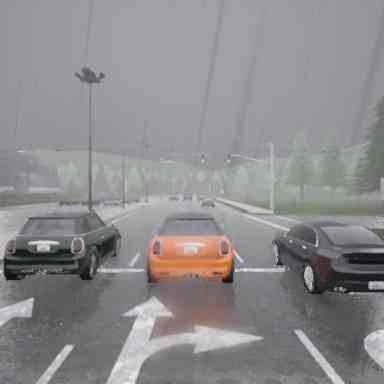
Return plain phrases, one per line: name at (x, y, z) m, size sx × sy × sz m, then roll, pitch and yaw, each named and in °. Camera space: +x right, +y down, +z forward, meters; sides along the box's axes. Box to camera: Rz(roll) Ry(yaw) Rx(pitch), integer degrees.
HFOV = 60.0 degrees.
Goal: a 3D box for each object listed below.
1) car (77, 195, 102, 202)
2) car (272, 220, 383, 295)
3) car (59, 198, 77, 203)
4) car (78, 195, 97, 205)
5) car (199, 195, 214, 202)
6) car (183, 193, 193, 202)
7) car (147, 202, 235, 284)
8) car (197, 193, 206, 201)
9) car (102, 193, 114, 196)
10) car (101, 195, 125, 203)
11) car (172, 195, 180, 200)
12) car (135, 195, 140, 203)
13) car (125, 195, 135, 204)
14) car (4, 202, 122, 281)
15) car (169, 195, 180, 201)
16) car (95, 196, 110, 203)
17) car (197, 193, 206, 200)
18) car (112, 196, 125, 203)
car at (-16.159, 1.617, 53.141) m, size 1.895 × 1.301 × 4.718 m, roll 0°, pitch 0°, yaw 1°
car at (3.474, 1.508, 8.706) m, size 1.837 × 1.490 × 4.892 m, roll 0°, pitch 0°, yaw 0°
car at (-19.648, 1.618, 53.366) m, size 1.895 × 1.301 × 4.718 m, roll 0°, pitch 0°, yaw 1°
car at (-19.564, 1.371, 62.237) m, size 2.097 × 1.767 × 4.553 m, roll 0°, pitch 0°, yaw 0°
car at (2.393, 1.538, 49.695) m, size 1.812 × 1.442 × 4.674 m, roll 0°, pitch 0°, yaw 0°
car at (-1.000, 1.243, 80.750) m, size 2.150 × 2.045 × 5.566 m, roll 0°, pitch 0°, yaw 0°
car at (-0.059, 1.355, 9.757) m, size 2.097 × 1.767 × 4.553 m, roll 0°, pitch 0°, yaw -1°
car at (2.501, 1.541, 81.072) m, size 1.812 × 1.442 × 4.674 m, roll 0°, pitch 0°, yaw 0°
car at (-16.062, 1.240, 62.804) m, size 2.150 × 2.045 × 5.566 m, roll 0°, pitch 0°, yaw 0°
car at (-12.656, 1.617, 53.504) m, size 1.895 × 1.301 × 4.718 m, roll 0°, pitch 0°, yaw 1°
car at (-4.473, 1.501, 91.093) m, size 1.994 × 1.385 × 4.181 m, roll 0°, pitch 0°, yaw 0°
car at (-12.530, 1.376, 72.167) m, size 2.097 × 1.767 × 4.553 m, roll 0°, pitch 0°, yaw 0°
car at (-12.564, 1.582, 62.148) m, size 1.994 × 1.385 × 4.181 m, roll 0°, pitch 0°, yaw 0°
car at (-3.563, 1.355, 10.044) m, size 2.097 × 1.767 × 4.553 m, roll 0°, pitch 0°, yaw -1°
car at (-4.499, 1.517, 81.027) m, size 1.837 × 1.490 × 4.892 m, roll 0°, pitch 0°, yaw 0°
car at (-19.529, 1.617, 72.525) m, size 1.895 × 1.301 × 4.718 m, roll 0°, pitch 0°, yaw 0°
car at (2.527, 1.172, 91.126) m, size 2.150 × 2.045 × 5.566 m, roll 0°, pitch 0°, yaw 0°
car at (-16.027, 1.617, 72.900) m, size 1.895 × 1.301 × 4.718 m, roll 0°, pitch 0°, yaw 0°
